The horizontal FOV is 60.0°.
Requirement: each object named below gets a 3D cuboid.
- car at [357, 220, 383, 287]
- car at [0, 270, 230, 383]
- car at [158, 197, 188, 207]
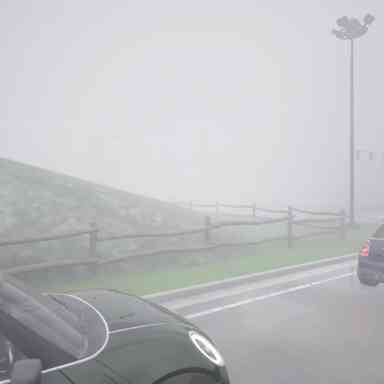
[{"bbox_3d":[6.097,1.352,8.144,4.553,1.767,2.097,0,0,-35],"label":"car"},{"bbox_3d":[-1.857,1.352,2.423,4.553,1.767,2.097,0,0,-35],"label":"car"},{"bbox_3d":[-2.960,1.526,51.346,4.674,1.442,1.812,0,0,19],"label":"car"}]
